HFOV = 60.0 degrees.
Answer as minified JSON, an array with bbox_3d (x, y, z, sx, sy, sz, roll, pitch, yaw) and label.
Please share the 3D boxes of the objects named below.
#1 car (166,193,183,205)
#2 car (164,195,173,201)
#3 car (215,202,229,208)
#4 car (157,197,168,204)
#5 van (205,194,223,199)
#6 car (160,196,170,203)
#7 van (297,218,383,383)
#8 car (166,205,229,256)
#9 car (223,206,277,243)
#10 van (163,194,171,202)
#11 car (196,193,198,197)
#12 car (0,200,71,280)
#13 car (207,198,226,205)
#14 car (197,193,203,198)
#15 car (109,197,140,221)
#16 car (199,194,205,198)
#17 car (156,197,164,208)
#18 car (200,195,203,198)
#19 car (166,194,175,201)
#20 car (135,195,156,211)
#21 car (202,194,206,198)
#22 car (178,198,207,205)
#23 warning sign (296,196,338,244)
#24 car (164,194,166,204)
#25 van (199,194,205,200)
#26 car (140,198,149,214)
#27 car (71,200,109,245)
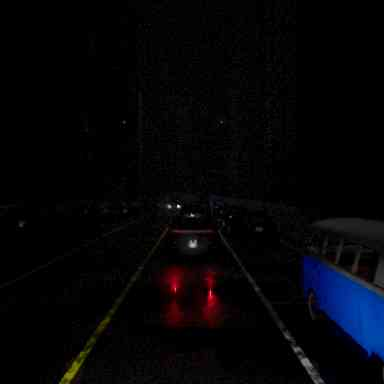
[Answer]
[{"bbox_3d":[-3.049,1.478,58.257,1.882,1.535,5.008,0,0,0],"label":"car"},{"bbox_3d":[-5.751,1.457,83.011,1.967,1.590,4.097,0,0,0],"label":"car"},{"bbox_3d":[2.766,1.560,21.322,1.947,1.339,4.313,0,0,0],"label":"car"},{"bbox_3d":[-5.753,1.587,66.183,1.802,1.307,4.206,0,0,0],"label":"car"},{"bbox_3d":[2.769,1.336,38.149,1.690,1.788,3.998,0,0,0],"label":"van"},{"bbox_3d":[-5.753,1.534,71.622,1.752,1.417,4.829,0,0,0],"label":"car"},{"bbox_3d":[2.765,1.339,4.495,1.690,1.788,3.998,0,0,0],"label":"van"},{"bbox_3d":[0.048,1.488,13.066,2.128,1.511,4.902,0,0,1],"label":"car"},{"bbox_3d":[2.765,1.561,15.713,1.947,1.339,4.313,0,0,0],"label":"car"},{"bbox_3d":[-5.752,1.354,77.402,1.690,1.788,3.998,0,0,0],"label":"van"},{"bbox_3d":[2.773,1.328,77.413,2.192,1.841,5.009,0,0,0],"label":"car"},{"bbox_3d":[-5.760,1.311,10.088,2.192,1.841,5.009,0,0,0],"label":"car"},{"bbox_3d":[2.768,1.539,32.540,1.887,1.381,4.507,0,0,0],"label":"car"},{"bbox_3d":[2.773,1.324,71.804,2.192,1.841,5.009,0,0,0],"label":"car"},{"bbox_3d":[-5.758,1.434,26.917,1.967,1.590,4.097,0,0,0],"label":"car"},{"bbox_3d":[2.772,1.587,66.195,1.802,1.307,4.206,0,0,0],"label":"car"},{"bbox_3d":[-5.755,1.563,49.355,1.947,1.339,4.313,0,0,0],"label":"car"},{"bbox_3d":[2.770,1.565,54.976,1.947,1.339,4.313,0,0,0],"label":"car"},{"bbox_3d":[-5.750,1.337,88.621,2.192,1.841,5.009,0,0,0],"label":"car"},{"bbox_3d":[-5.756,1.310,38.136,2.192,1.841,5.009,0,0,0],"label":"car"},{"bbox_3d":[2.769,1.436,43.758,1.967,1.590,4.097,0,0,0],"label":"car"},{"bbox_3d":[0.051,1.500,28.098,1.837,1.490,4.892,0,0,0],"label":"car"},{"bbox_3d":[5.067,1.111,13.584,1.300,1.860,1.060,0,0,0],"label":"warning sign"},{"bbox_3d":[-5.754,1.552,60.573,2.008,1.369,4.403,0,0,0],"label":"car"},{"bbox_3d":[2.776,1.368,94.240,1.690,1.788,3.998,0,0,0],"label":"van"},{"bbox_3d":[-5.757,1.545,32.526,2.008,1.369,4.403,0,0,0],"label":"car"},{"bbox_3d":[-5.759,1.310,15.697,2.192,1.841,5.009,0,0,0],"label":"car"}]
